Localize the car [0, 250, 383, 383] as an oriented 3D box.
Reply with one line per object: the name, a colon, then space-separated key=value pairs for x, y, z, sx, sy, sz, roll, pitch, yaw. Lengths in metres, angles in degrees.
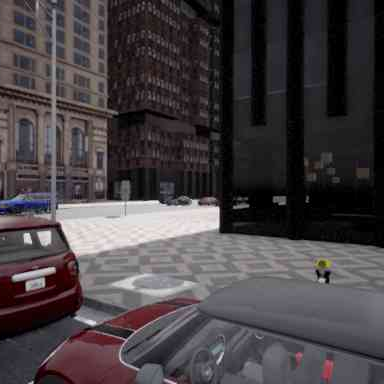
car: x=0.540 y=1.439 z=2.572 sx=4.097 sy=1.590 sz=1.967 roll=0 pitch=0 yaw=35

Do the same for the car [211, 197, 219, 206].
car: x=5.222 y=1.380 z=49.588 sx=1.837 sy=1.490 sz=4.892 roll=0 pitch=0 yaw=36

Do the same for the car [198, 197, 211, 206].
car: x=2.809 y=1.421 z=51.807 sx=1.994 sy=1.385 sz=4.181 roll=0 pitch=0 yaw=37

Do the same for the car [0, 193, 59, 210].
car: x=-15.573 y=1.134 z=31.767 sx=2.150 sy=2.045 sz=5.566 roll=0 pitch=0 yaw=35

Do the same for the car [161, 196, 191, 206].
car: x=-2.015 y=1.357 z=50.822 sx=1.837 sy=1.490 sz=4.892 roll=0 pitch=0 yaw=36

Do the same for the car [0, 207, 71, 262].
car: x=-4.030 y=1.309 z=5.812 sx=5.009 sy=1.841 sz=2.192 roll=0 pitch=0 yaw=35

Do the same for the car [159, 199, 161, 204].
car: x=-3.327 y=1.429 z=54.567 sx=1.895 sy=1.301 sz=4.718 roll=0 pitch=0 yaw=36

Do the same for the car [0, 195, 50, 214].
car: x=-17.483 y=1.247 z=34.692 sx=2.097 sy=1.767 sz=4.553 roll=0 pitch=0 yaw=35
